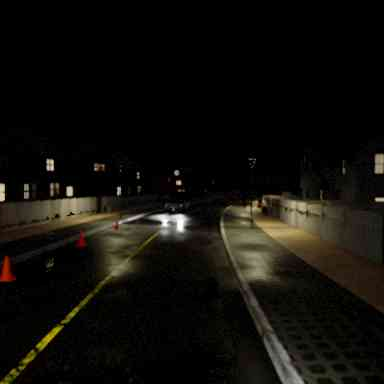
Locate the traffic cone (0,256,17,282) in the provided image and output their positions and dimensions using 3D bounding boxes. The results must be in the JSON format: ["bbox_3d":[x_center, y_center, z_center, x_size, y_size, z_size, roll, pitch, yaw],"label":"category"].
[{"bbox_3d":[-4.603,1.892,8.279,0.340,0.580,0.340,0,0,1],"label":"traffic cone"}]

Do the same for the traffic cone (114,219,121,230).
[{"bbox_3d":[-4.143,1.805,18.395,0.340,0.580,0.340,0,1,4],"label":"traffic cone"}]

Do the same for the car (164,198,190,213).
[{"bbox_3d":[-1.423,1.322,33.297,1.895,1.301,4.718,0,1,8],"label":"car"}]

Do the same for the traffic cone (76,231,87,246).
[{"bbox_3d":[-4.435,1.849,13.341,0.340,0.580,0.340,0,0,3],"label":"traffic cone"}]
